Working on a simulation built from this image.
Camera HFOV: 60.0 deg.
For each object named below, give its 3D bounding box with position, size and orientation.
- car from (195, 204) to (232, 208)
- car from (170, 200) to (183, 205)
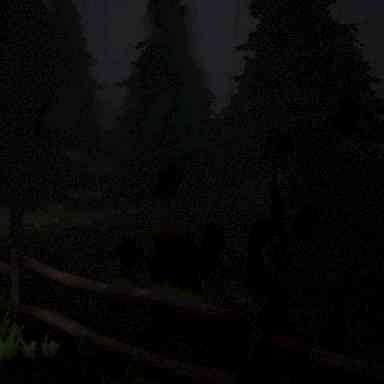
[{"bbox_3d":[2.370,1.591,34.756,4.181,1.385,1.994,0,0,-10],"label":"car"},{"bbox_3d":[-2.726,1.591,37.117,4.181,1.385,1.994,0,0,-13],"label":"car"}]
